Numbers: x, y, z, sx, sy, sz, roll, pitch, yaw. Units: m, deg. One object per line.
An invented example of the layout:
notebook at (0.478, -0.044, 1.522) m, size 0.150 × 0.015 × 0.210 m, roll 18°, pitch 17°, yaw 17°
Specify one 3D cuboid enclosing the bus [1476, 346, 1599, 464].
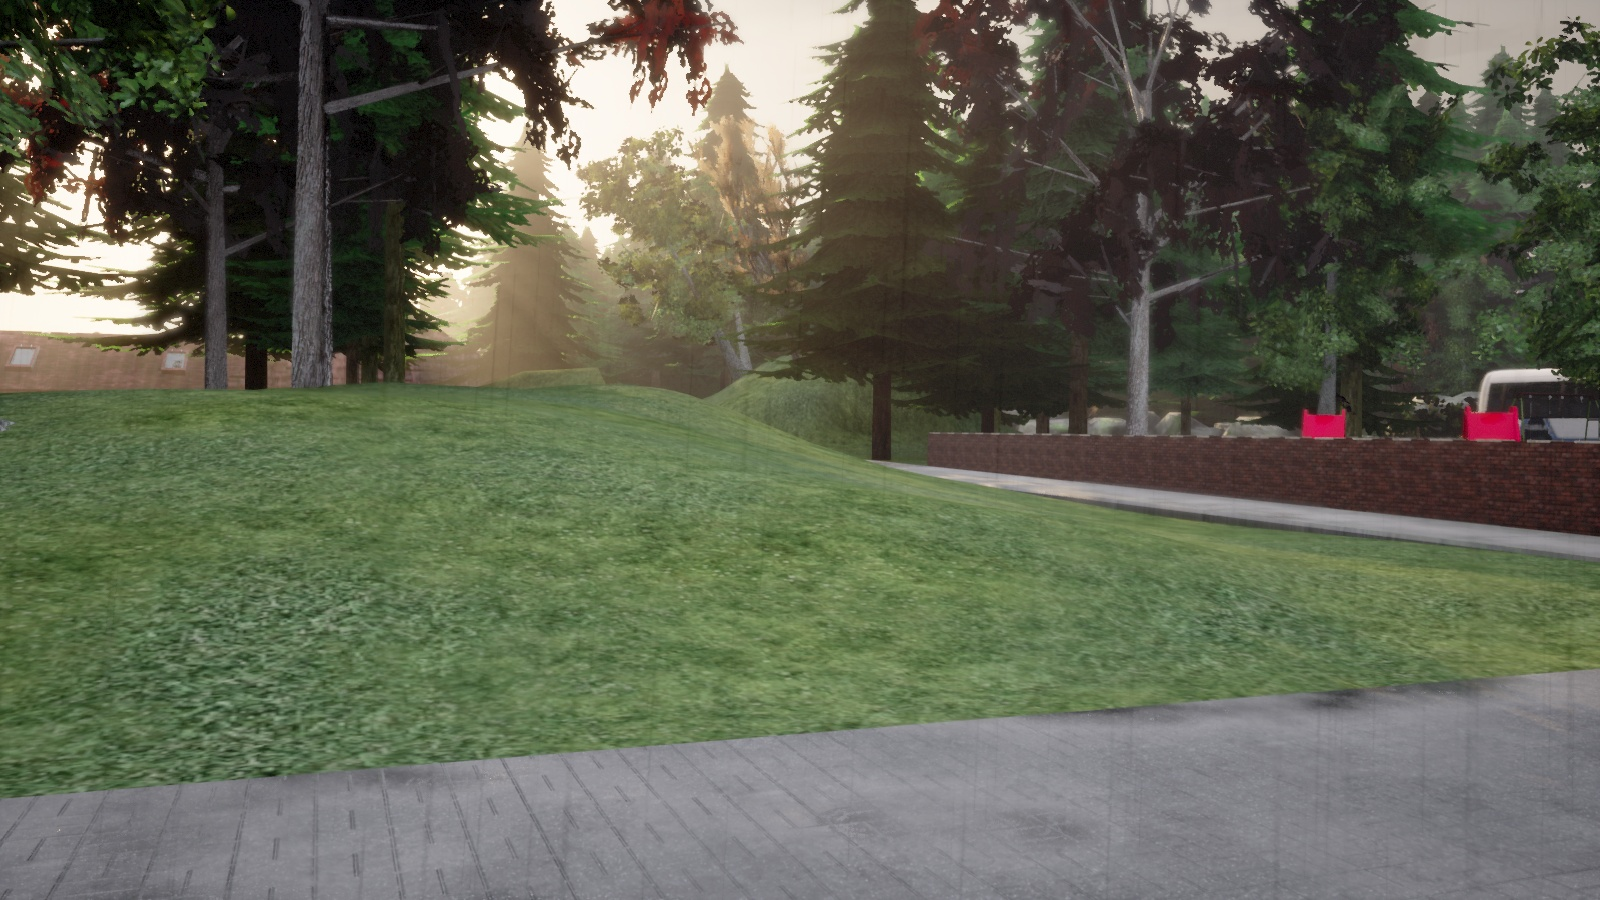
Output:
bus at (30.651, -1.658, 46.037) m, size 3.944 × 4.253 × 10.273 m, roll -1°, pitch 1°, yaw -21°
